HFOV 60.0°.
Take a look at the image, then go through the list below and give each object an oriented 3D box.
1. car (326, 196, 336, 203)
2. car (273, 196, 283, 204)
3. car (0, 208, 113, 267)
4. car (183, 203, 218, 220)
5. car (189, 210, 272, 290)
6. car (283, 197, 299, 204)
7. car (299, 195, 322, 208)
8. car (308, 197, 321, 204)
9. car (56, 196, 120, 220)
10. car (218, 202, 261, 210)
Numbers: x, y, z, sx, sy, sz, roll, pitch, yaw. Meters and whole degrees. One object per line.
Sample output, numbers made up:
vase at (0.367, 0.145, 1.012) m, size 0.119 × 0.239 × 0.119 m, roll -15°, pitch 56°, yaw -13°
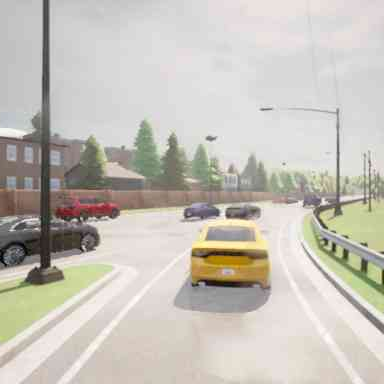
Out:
car at (32.982, 1.886, 76.909) m, size 1.837 × 1.490 × 4.892 m, roll 0°, pitch 0°, yaw 31°
car at (20.129, 1.730, 75.803) m, size 2.097 × 1.767 × 4.553 m, roll 0°, pitch 0°, yaw 31°
car at (-5.441, 1.545, 11.754) m, size 2.128 × 1.511 × 4.902 m, roll 0°, pitch 0°, yaw 31°
car at (0.935, 1.668, 29.399) m, size 1.812 × 1.442 × 4.674 m, roll 0°, pitch 0°, yaw 31°
car at (1.144, 1.524, 9.399) m, size 1.882 × 1.535 × 5.008 m, roll 0°, pitch 0°, yaw 9°
car at (21.501, 1.878, 71.229) m, size 1.812 × 1.442 × 4.674 m, roll 0°, pitch 0°, yaw 31°
car at (19.598, 1.490, 54.083) m, size 2.150 × 2.045 × 5.566 m, roll 0°, pitch -1°, yaw 31°
car at (27.712, 1.852, 74.871) m, size 1.882 × 1.535 × 5.008 m, roll 0°, pitch 0°, yaw 31°
car at (-8.423, 1.351, 27.325) m, size 2.150 × 2.045 × 5.566 m, roll 0°, pitch 0°, yaw 31°
car at (4.496, 1.632, 28.548) m, size 2.128 × 1.511 × 4.902 m, roll 0°, pitch 0°, yaw 31°
